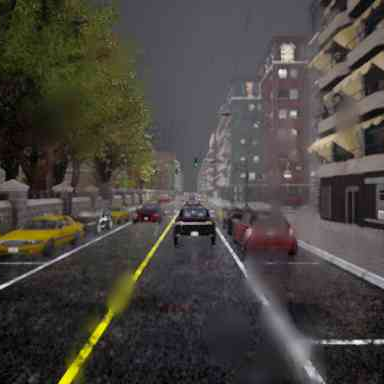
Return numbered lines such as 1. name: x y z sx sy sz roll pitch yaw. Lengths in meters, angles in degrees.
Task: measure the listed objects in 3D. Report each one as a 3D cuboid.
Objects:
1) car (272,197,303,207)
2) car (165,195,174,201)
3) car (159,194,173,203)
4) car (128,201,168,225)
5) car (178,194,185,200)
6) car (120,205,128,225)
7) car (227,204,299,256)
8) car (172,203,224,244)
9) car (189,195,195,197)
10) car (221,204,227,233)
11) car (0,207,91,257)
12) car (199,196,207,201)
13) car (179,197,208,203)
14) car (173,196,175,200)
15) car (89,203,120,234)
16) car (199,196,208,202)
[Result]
1. car: 14.627 1.607 51.415 5.009 1.841 2.192 1 -1 0
2. car: -5.673 1.600 84.598 1.887 1.381 4.507 0 0 0
3. car: -5.678 1.349 67.993 2.192 1.841 5.009 0 0 0
4. car: -3.077 1.567 24.196 1.994 1.385 4.181 0 0 0
5. car: -2.978 1.417 94.596 2.097 1.767 4.553 0 0 0
6. car: -5.686 1.528 24.256 1.752 1.417 4.829 0 0 0
7. car: 2.692 1.439 13.164 1.967 1.590 4.097 0 0 0
8. car: 0.104 1.487 15.745 2.128 1.511 4.902 0 -1 0
9. car: 0.021 1.569 90.385 2.033 1.411 5.357 0 0 0
10. car: 2.694 1.566 18.794 1.947 1.339 4.313 0 0 0
11. car: -5.688 1.525 12.995 1.752 1.417 4.829 0 0 0
12. car: 2.707 1.605 84.597 2.008 1.369 4.403 0 0 0
13. car: 0.108 1.497 31.004 2.128 1.511 4.902 0 0 0
14. car: -5.675 1.488 79.063 1.967 1.590 4.097 0 0 0
15. car: -5.687 1.551 18.795 2.008 1.369 4.403 0 0 0
16. car: 2.706 1.592 79.061 1.887 1.381 4.507 0 0 0
